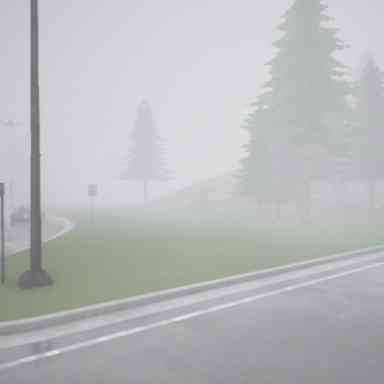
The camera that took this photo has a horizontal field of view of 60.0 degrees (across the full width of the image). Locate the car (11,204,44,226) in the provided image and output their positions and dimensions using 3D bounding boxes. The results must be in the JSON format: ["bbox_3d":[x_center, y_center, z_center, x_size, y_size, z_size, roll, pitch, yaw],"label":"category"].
[{"bbox_3d":[-11.702,1.536,23.731,1.994,1.385,4.181,0,0,-25],"label":"car"}]
